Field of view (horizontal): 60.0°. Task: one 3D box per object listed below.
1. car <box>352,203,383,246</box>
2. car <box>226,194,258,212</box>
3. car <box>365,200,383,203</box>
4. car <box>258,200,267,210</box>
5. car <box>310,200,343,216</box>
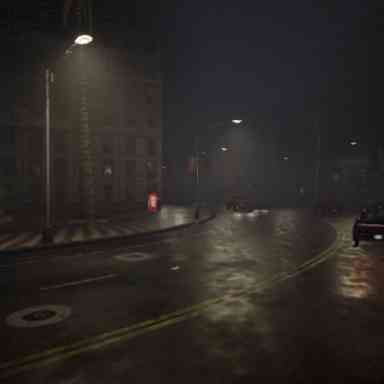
[{"bbox_3d":[8.268,1.492,14.787,2.128,1.511,4.902,0,0,29],"label":"car"},{"bbox_3d":[5.744,1.308,40.501,2.150,2.045,5.566,0,0,-8],"label":"car"},{"bbox_3d":[16.269,1.489,29.493,2.128,1.511,4.902,0,0,7],"label":"car"},{"bbox_3d":[8.346,1.635,45.530,2.033,1.411,5.357,0,0,-14],"label":"car"},{"bbox_3d":[13.075,1.502,32.651,1.882,1.535,5.008,0,0,4],"label":"car"}]
